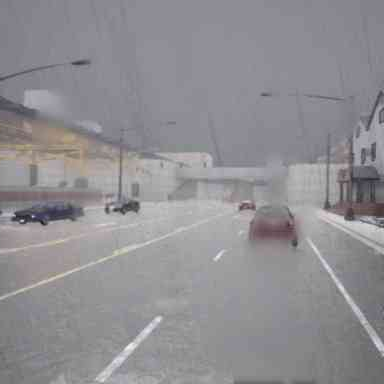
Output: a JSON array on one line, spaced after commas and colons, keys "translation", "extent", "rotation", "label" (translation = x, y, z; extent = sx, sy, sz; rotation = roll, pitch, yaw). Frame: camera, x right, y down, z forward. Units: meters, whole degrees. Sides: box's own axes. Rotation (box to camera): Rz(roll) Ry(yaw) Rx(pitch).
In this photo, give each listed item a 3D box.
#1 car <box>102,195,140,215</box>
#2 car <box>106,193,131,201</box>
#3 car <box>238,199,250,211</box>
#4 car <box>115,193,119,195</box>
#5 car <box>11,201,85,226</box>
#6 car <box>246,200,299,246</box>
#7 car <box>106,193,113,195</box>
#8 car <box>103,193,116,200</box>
[{"translation": [-6.585, 1.310, 31.933], "extent": [2.128, 1.511, 4.902], "rotation": [1, 0, 15], "label": "car"}, {"translation": [-15.596, 1.036, 70.657], "extent": [2.038, 1.542, 4.974], "rotation": [1, 0, 43], "label": "car"}, {"translation": [7.003, 1.657, 41.982], "extent": [1.812, 1.442, 4.674], "rotation": [1, 0, 15], "label": "car"}, {"translation": [-16.168, 1.026, 65.262], "extent": [2.038, 1.542, 4.974], "rotation": [1, 0, -22], "label": "car"}, {"translation": [-9.182, 1.311, 21.870], "extent": [2.033, 1.411, 5.357], "rotation": [1, 0, 15], "label": "car"}, {"translation": [4.021, 1.429, 16.238], "extent": [2.097, 1.767, 4.553], "rotation": [1, 0, 15], "label": "car"}, {"translation": [-17.346, 0.844, 60.769], "extent": [4.536, 1.218, 1.853], "rotation": [1, 0, -32], "label": "car"}, {"translation": [-16.184, 0.868, 65.310], "extent": [1.853, 1.218, 4.536], "rotation": [1, 0, -22], "label": "car"}]
